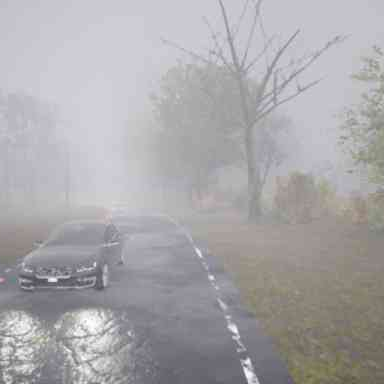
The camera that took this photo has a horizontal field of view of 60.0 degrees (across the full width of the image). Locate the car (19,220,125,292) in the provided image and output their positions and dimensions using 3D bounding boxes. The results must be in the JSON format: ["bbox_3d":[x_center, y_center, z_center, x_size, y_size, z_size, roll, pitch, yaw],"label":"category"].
[{"bbox_3d":[-3.048,1.608,9.371,1.837,1.490,4.892,0,-1,-3],"label":"car"}]

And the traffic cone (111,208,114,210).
[{"bbox_3d":[-9.030,2.362,38.026,0.340,0.580,0.340,0,-1,-12],"label":"traffic cone"}]

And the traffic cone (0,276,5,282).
[{"bbox_3d":[-5.158,2.054,8.731,0.340,0.580,0.340,0,-1,-3],"label":"traffic cone"}]

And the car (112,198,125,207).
[{"bbox_3d":[-14.134,2.028,63.739,2.097,1.767,4.553,0,-1,-20],"label":"car"}]
